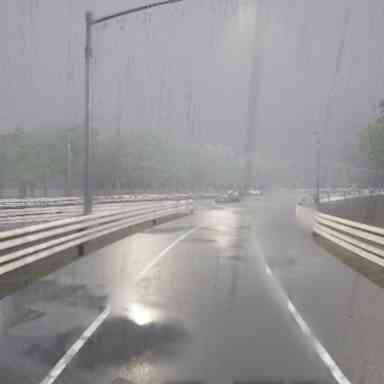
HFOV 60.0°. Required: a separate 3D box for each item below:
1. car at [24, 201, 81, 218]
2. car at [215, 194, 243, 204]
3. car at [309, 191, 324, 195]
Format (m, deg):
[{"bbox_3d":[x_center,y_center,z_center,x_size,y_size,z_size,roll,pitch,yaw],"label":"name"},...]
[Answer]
[{"bbox_3d":[-12.074,1.547,29.159,2.128,1.511,4.902,1,1,40],"label":"car"},{"bbox_3d":[5.545,1.059,49.837,2.033,1.411,5.357,1,2,40],"label":"car"},{"bbox_3d":[29.140,0.343,77.515,1.895,1.301,4.718,1,2,40],"label":"car"}]
